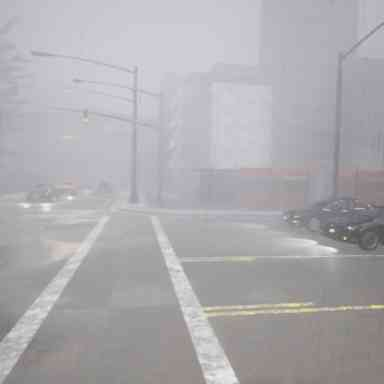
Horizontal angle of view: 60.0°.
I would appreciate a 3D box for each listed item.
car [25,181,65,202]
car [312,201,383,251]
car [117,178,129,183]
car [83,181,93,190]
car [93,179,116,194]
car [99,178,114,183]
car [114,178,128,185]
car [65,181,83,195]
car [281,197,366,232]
[{"bbox_3d":[-12.394,-0.003,27.994,1.812,1.442,4.674,1,3,-9],"label":"car"},{"bbox_3d":[6.934,1.234,12.098,4.181,1.385,1.994,1,2,-9],"label":"car"},{"bbox_3d":[-17.908,-2.887,86.173,1.853,1.218,4.536,0,3,-30],"label":"car"},{"bbox_3d":[-16.066,-1.021,50.463,1.994,1.385,4.181,1,3,-8],"label":"car"},{"bbox_3d":[-11.027,-0.596,42.221,1.812,1.442,4.674,1,2,-9],"label":"car"},{"bbox_3d":[-22.023,-2.955,85.798,1.853,1.218,4.536,2,3,15],"label":"car"},{"bbox_3d":[-17.886,-2.727,86.135,2.038,1.542,4.974,0,3,-30],"label":"car"},{"bbox_3d":[-13.951,-0.496,37.455,1.882,1.535,5.008,1,3,-9],"label":"car"},{"bbox_3d":[6.637,1.016,15.595,4.892,1.490,1.837,1,2,-10],"label":"car"}]
